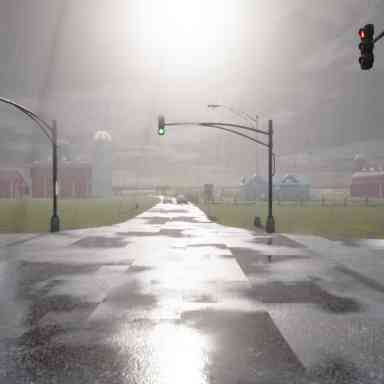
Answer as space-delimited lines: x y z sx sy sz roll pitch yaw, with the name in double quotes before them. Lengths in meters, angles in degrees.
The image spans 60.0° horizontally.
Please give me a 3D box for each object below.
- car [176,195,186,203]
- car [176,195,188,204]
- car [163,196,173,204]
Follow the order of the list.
"car" -2.423 1.447 71.743 1.837 1.490 4.892 0 0 -4
"car" -1.797 1.622 61.760 1.895 1.301 4.718 0 0 -3
"car" -4.790 1.556 65.757 1.812 1.442 4.674 0 0 -3
